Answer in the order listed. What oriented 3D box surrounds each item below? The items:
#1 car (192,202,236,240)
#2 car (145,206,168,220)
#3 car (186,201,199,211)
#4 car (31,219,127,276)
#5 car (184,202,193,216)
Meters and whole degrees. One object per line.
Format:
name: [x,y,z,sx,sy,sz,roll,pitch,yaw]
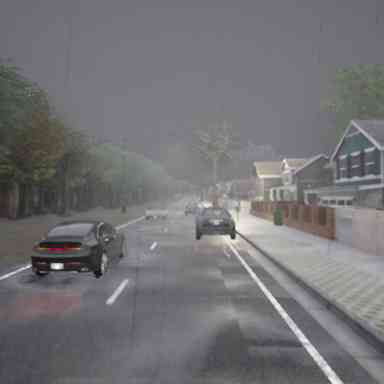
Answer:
car: [1.227,1.607,18.876,2.097,1.767,4.553,0,-1,0]
car: [-3.394,2.052,32.881,1.895,1.301,4.718,0,-1,0]
car: [0.009,2.312,54.898,2.033,1.411,5.357,0,-1,0]
car: [-3.397,1.651,10.797,1.837,1.490,4.892,0,-1,0]
car: [0.039,2.110,40.736,2.033,1.411,5.357,0,-1,0]
